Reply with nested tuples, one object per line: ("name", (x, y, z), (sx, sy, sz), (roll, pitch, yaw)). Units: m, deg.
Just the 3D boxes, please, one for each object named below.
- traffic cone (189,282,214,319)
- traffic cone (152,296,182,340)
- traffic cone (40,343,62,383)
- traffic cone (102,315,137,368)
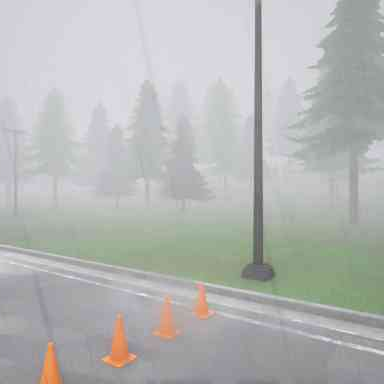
("traffic cone", (0.180, 1.955, 6.101), (0.340, 0.580, 0.340), (0, 0, 35))
("traffic cone", (-0.397, 1.955, 5.284), (0.340, 0.580, 0.340), (0, 0, 35))
("traffic cone", (-1.552, 1.955, 3.651), (0.340, 0.580, 0.340), (0, 0, 35))
("traffic cone", (-0.974, 1.955, 4.468), (0.340, 0.580, 0.340), (0, 0, 35))
